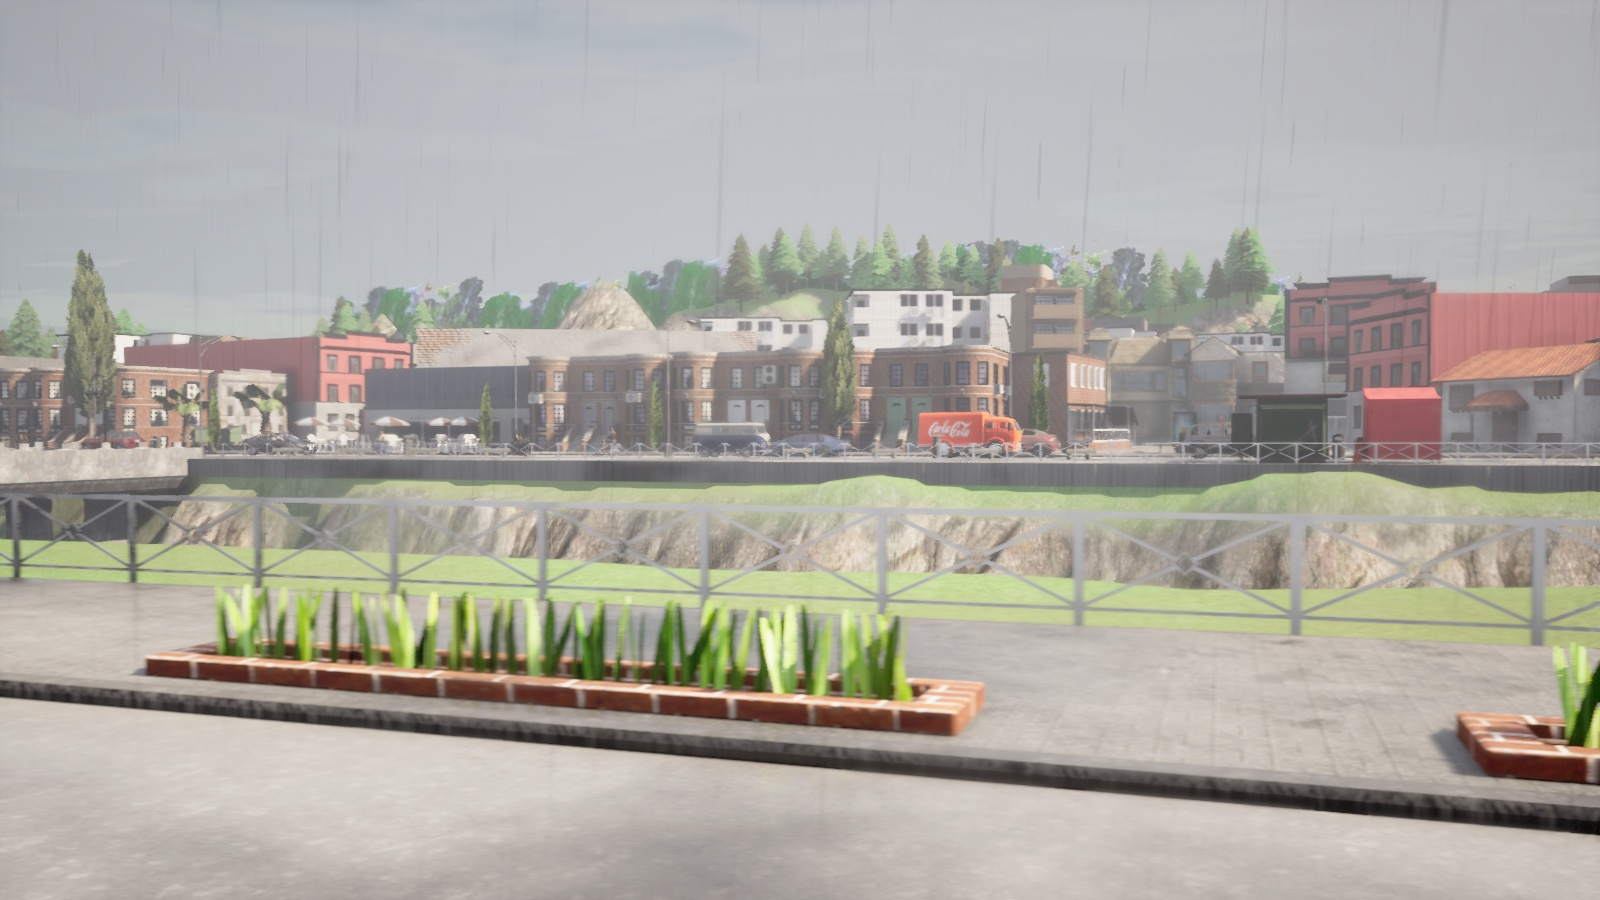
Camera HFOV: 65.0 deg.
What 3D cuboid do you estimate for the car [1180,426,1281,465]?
[{"bbox_3d":[21.127,-0.265,61.705,4.605,1.855,1.932,1,1,19],"label":"car"}]

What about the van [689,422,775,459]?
[{"bbox_3d":[-3.779,-0.557,70.075,4.442,1.987,1.775,1,1,19],"label":"van"}]

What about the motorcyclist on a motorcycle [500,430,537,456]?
[{"bbox_3d":[-16.689,-0.446,74.418,2.044,1.523,0.797,1,1,19],"label":"motorcyclist on a motorcycle"}]

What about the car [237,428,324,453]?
[{"bbox_3d":[-33.070,-0.622,79.924,4.902,1.511,2.128,1,1,19],"label":"car"}]

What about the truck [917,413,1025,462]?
[{"bbox_3d":[8.957,-0.680,65.791,5.204,2.467,2.627,1,1,19],"label":"truck"}]

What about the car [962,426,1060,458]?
[{"bbox_3d":[11.614,-0.458,69.120,5.027,1.651,2.152,1,1,19],"label":"car"}]

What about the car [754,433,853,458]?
[{"bbox_3d":[0.199,-0.294,72.961,5.357,1.411,2.033,1,1,19],"label":"car"}]
